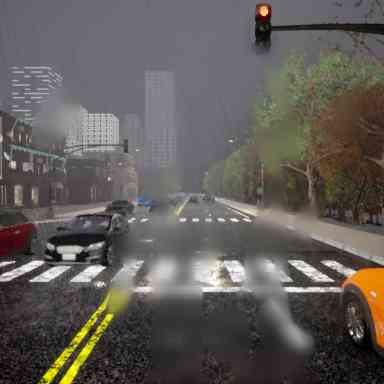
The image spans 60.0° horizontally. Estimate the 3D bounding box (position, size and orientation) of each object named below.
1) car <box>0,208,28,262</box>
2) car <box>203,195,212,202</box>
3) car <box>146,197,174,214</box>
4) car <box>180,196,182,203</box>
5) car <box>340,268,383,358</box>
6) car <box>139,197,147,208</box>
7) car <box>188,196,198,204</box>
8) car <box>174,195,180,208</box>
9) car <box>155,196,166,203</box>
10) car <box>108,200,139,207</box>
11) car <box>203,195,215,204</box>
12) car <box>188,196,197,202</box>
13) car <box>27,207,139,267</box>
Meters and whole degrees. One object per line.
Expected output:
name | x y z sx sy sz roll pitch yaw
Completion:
car | -6.578 1.352 10.096 2.097 1.767 4.553 0 0 0
car | 3.427 1.447 74.861 1.882 1.535 5.008 0 0 0
car | -3.271 1.467 34.843 1.882 1.535 5.008 0 0 0
car | -3.094 1.474 68.794 2.128 1.511 4.902 0 0 0
car | 3.359 1.351 3.381 2.097 1.767 4.553 0 0 0
car | -6.491 1.461 47.227 1.882 1.535 5.008 0 0 0
car | 0.248 1.523 64.421 2.033 1.411 5.357 0 0 1
car | -3.235 1.545 48.963 1.994 1.385 4.181 0 0 0
car | -6.356 1.575 67.801 1.895 1.301 4.718 0 0 0
car | -6.528 1.468 30.730 1.882 1.535 5.008 0 0 0
car | 3.498 1.467 64.696 2.128 1.511 4.902 0 0 0
car | 0.177 1.565 74.914 1.895 1.301 4.718 0 0 0
car | -3.324 1.489 11.444 2.128 1.511 4.902 0 0 0
